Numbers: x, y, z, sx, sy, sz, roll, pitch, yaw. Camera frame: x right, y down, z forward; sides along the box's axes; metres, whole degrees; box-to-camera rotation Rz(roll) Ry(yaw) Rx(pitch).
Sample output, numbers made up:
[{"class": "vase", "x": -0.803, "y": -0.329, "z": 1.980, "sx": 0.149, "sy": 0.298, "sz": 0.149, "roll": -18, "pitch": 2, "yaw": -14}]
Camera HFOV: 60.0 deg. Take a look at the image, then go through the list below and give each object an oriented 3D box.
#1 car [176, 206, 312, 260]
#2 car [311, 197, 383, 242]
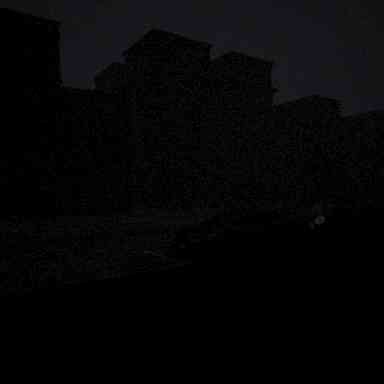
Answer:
[{"class": "car", "x": 1.714, "y": 1.350, "z": 11.793, "sx": 4.792, "sy": 1.488, "sz": 2.163, "roll": 0, "pitch": 1, "yaw": -33}, {"class": "car", "x": 6.266, "y": 1.148, "z": 15.061, "sx": 4.553, "sy": 1.767, "sz": 2.185, "roll": 0, "pitch": 0, "yaw": -33}]
